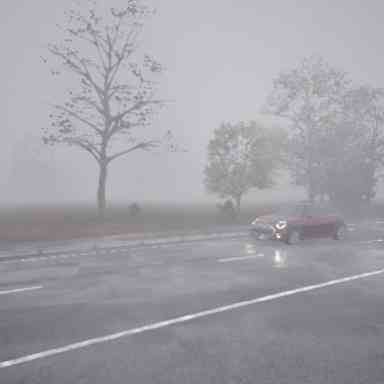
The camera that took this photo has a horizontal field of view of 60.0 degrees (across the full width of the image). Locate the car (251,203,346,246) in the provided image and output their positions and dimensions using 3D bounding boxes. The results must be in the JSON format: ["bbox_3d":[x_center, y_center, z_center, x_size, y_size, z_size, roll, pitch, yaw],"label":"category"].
[{"bbox_3d":[4.875,1.326,15.180,4.553,1.767,2.097,0,0,-30],"label":"car"}]
